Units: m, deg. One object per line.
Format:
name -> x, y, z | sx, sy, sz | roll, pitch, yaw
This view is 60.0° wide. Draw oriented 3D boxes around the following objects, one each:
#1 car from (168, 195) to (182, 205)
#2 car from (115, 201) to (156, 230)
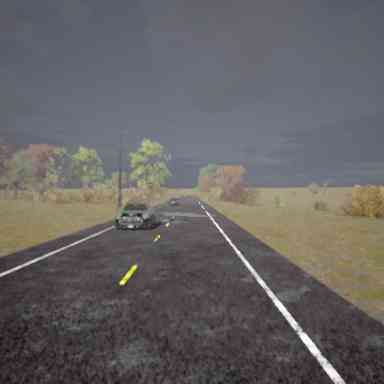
car -> -3.489, 1.780, 64.125 | 1.812, 1.442, 4.674 | 0, 0, 1
car -> -3.591, 1.437, 21.711 | 2.097, 1.767, 4.553 | 0, 0, 0
